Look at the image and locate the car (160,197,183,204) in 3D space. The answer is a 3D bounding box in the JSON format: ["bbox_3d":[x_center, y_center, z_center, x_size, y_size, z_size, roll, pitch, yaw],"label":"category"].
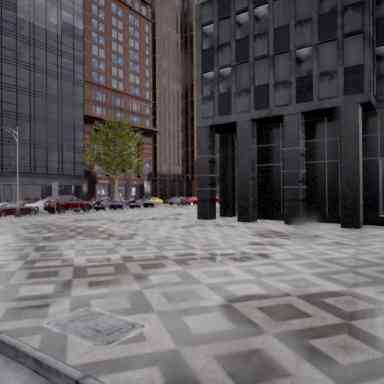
[{"bbox_3d":[-3.785,1.573,62.516,1.947,1.339,4.313,-1,0,35],"label":"car"}]

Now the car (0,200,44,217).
[{"bbox_3d":[-16.015,1.575,29.832,1.802,1.307,4.206,-1,0,35],"label":"car"}]

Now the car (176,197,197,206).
[{"bbox_3d":[0.016,1.461,53.024,1.887,1.381,4.507,-1,0,35],"label":"car"}]

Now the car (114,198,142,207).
[{"bbox_3d":[-10.199,1.611,53.237,1.802,1.307,4.206,-1,0,35],"label":"car"}]

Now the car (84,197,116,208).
[{"bbox_3d":[-13.407,1.483,48.598,1.967,1.590,4.097,-1,0,35],"label":"car"}]

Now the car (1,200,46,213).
[{"bbox_3d":[-19.819,1.641,39.321,1.947,1.339,4.313,-1,0,35],"label":"car"}]

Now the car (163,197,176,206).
[{"bbox_3d":[-1.862,1.494,54.901,2.033,1.411,5.357,-1,0,35],"label":"car"}]

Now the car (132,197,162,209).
[{"bbox_3d":[-6.396,1.508,43.747,1.947,1.339,4.313,-1,0,35],"label":"car"}]

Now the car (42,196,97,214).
[{"bbox_3d":[-12.811,1.289,34.472,2.192,1.841,5.009,-1,0,35],"label":"car"}]

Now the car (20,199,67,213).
[{"bbox_3d":[-17.050,1.566,38.482,1.812,1.442,4.674,-1,0,34],"label":"car"}]

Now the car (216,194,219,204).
[{"bbox_3d":[3.221,1.221,57.664,2.192,1.841,5.009,-1,0,35],"label":"car"}]

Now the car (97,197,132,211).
[{"bbox_3d":[-9.602,1.524,39.109,1.947,1.339,4.313,-1,0,35],"label":"car"}]

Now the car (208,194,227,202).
[{"bbox_3d":[5.833,1.295,76.433,2.192,1.841,5.009,-1,0,35],"label":"car"}]

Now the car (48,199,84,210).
[{"bbox_3d":[-16.612,1.641,43.960,1.802,1.307,4.206,-1,0,35],"label":"car"}]

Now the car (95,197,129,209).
[{"bbox_3d":[-11.191,1.536,46.947,1.812,1.442,4.674,-1,0,35],"label":"car"}]
